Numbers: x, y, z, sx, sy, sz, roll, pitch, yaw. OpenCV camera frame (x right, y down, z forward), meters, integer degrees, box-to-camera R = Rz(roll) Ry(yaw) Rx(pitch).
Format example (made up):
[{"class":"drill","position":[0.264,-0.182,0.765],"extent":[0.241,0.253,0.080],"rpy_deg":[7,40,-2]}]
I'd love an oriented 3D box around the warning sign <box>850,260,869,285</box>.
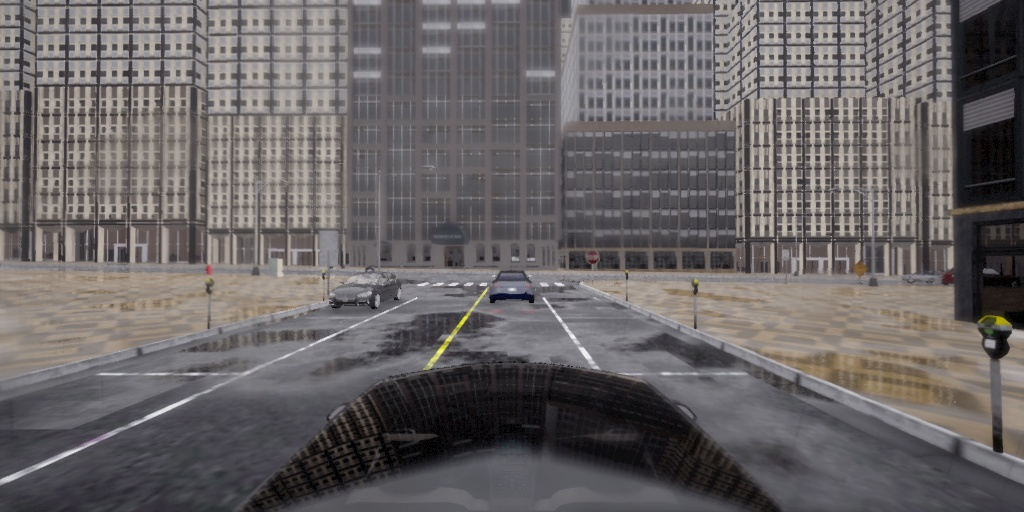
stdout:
[{"class":"warning sign","position":[26.598,1.248,27.348],"extent":[1.060,1.860,1.300],"rpy_deg":[0,0,1]}]

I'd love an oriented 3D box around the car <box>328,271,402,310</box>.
[{"class":"car","position":[-5.818,1.302,14.682],"extent":[2.007,1.370,4.403],"rpy_deg":[0,0,0]}]

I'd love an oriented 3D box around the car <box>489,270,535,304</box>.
[{"class":"car","position":[0.001,1.326,16.499],"extent":[1.994,1.385,4.181],"rpy_deg":[0,0,0]}]

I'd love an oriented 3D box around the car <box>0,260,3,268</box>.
[{"class":"car","position":[-52.058,0.483,34.432],"extent":[4.674,1.442,1.812],"rpy_deg":[1,-1,1]}]

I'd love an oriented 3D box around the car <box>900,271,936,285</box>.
[{"class":"car","position":[39.365,2.019,33.294],"extent":[4.718,1.301,1.895],"rpy_deg":[1,-1,1]}]

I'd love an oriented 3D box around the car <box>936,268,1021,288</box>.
[{"class":"car","position":[39.268,1.734,30.048],"extent":[4.553,1.767,2.097],"rpy_deg":[1,-1,1]}]
